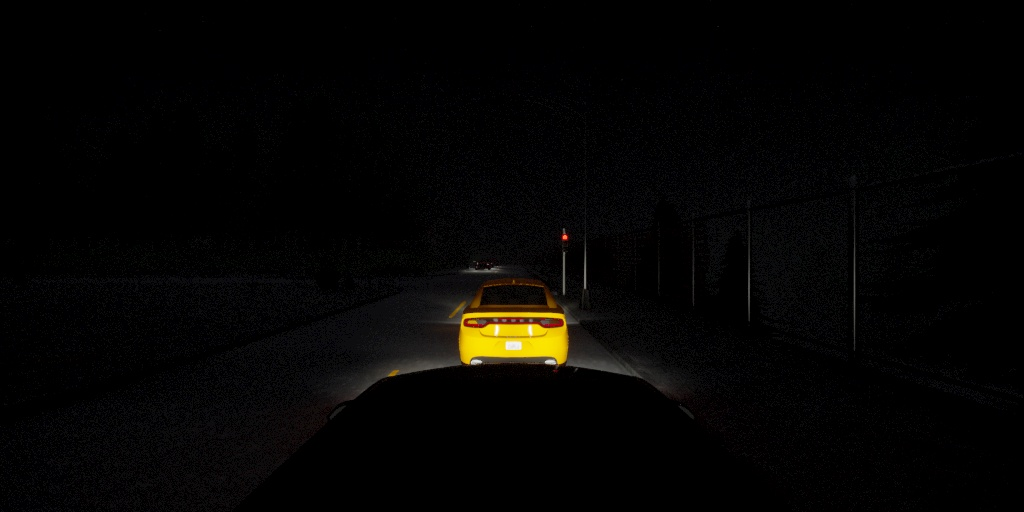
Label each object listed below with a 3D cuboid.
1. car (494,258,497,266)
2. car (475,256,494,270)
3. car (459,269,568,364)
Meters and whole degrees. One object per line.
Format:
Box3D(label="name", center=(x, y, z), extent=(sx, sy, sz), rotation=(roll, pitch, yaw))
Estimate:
Box3D(label="car", center=(-4.109, 1.351, 62.236), extent=(1.895, 1.301, 4.718), rotation=(0, 0, 0))
Box3D(label="car", center=(-4.123, 1.102, 51.959), extent=(2.097, 1.767, 4.553), rotation=(0, 0, 0))
Box3D(label="car", center=(0.043, 1.228, 7.991), extent=(1.882, 1.535, 5.008), rotation=(0, 0, 0))
